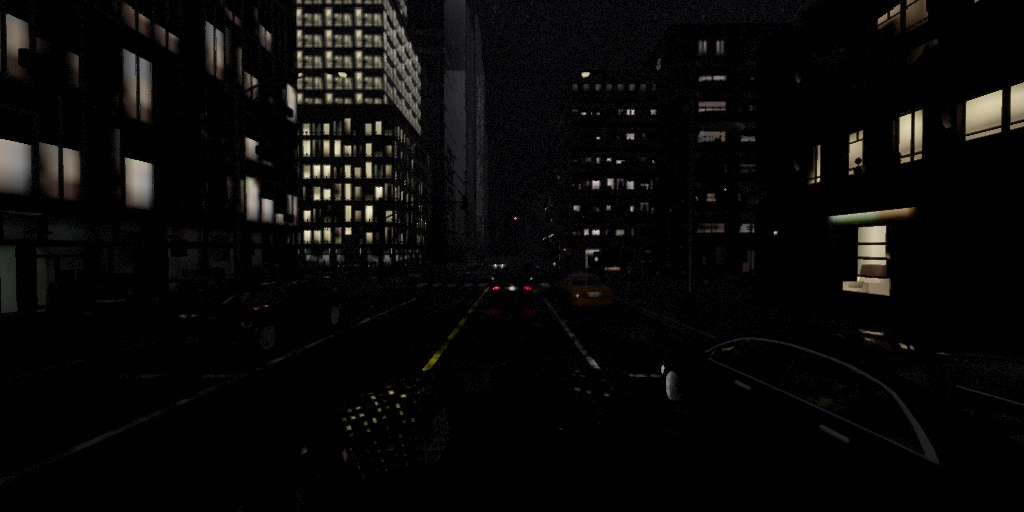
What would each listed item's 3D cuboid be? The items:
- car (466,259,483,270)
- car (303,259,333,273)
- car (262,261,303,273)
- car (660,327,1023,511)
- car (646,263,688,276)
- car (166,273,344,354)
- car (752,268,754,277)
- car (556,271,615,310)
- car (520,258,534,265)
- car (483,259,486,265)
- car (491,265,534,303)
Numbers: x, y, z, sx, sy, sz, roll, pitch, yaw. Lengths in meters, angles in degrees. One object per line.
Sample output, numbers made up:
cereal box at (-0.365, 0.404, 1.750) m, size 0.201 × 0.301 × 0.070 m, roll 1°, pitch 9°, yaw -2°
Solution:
car at (-5.691, 1.263, 52.178) m, size 1.751 × 1.417 × 4.829 m, roll 0°, pitch 0°, yaw 0°
car at (-21.667, 1.025, 38.030) m, size 4.829 × 1.417 × 1.751 m, roll 0°, pitch 0°, yaw 1°
car at (-20.286, 1.199, 29.696) m, size 4.403 × 1.370 × 2.007 m, roll 0°, pitch 0°, yaw 1°
car at (2.819, 1.298, 3.104) m, size 2.007 × 1.370 × 4.403 m, roll 0°, pitch 0°, yaw 0°
car at (16.309, 1.372, 37.532) m, size 4.403 × 1.370 × 2.007 m, roll 0°, pitch 0°, yaw 1°
car at (-5.821, 1.291, 8.806) m, size 1.888 × 1.381 × 4.507 m, roll 0°, pitch 0°, yaw 0°
car at (21.716, 1.571, 29.076) m, size 4.313 × 1.339 × 1.948 m, roll 0°, pitch 0°, yaw 1°
car at (2.819, 1.270, 14.563) m, size 1.751 × 1.417 × 4.829 m, roll 0°, pitch 0°, yaw 0°
car at (2.690, 1.287, 58.003) m, size 2.007 × 1.370 × 4.403 m, roll 0°, pitch 0°, yaw 0°
car at (-5.691, 1.303, 58.002) m, size 1.948 × 1.339 × 4.313 m, roll 0°, pitch 0°, yaw 0°
car at (0.000, 1.308, 16.502) m, size 2.033 × 1.411 × 5.357 m, roll 0°, pitch 0°, yaw 0°
